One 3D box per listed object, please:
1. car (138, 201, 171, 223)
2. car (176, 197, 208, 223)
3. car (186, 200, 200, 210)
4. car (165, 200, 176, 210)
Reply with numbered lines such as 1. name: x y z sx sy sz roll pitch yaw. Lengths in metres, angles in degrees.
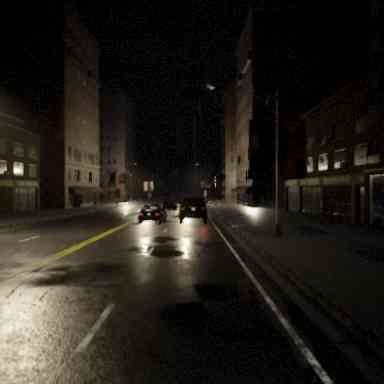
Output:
1. car: -3.150 1.701 26.931 2.033 1.411 5.357 0 0 0
2. car: 0.100 1.379 27.438 2.150 2.045 5.566 0 0 0
3. car: 0.101 1.843 47.240 1.895 1.301 4.718 0 0 0
4. car: -3.149 1.787 46.789 2.033 1.411 5.357 0 0 0
